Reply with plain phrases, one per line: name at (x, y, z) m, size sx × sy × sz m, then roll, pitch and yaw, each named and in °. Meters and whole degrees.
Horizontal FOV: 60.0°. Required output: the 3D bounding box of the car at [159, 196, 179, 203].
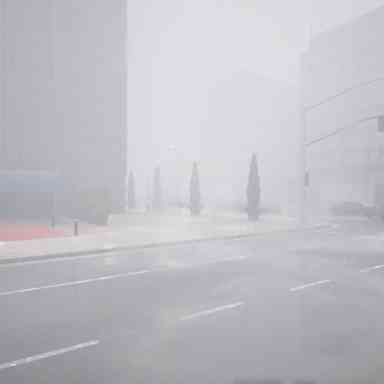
car at (-4.859, 1.601, 69.491) m, size 1.895 × 1.301 × 4.718 m, roll 0°, pitch 0°, yaw -35°

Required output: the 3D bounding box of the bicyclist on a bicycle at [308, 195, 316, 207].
bicyclist on a bicycle at (16.857, 1.301, 46.689) m, size 1.656 × 1.620 × 0.582 m, roll 0°, pitch 0°, yaw -35°

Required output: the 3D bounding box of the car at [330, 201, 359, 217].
car at (14.663, 1.525, 29.397) m, size 1.812 × 1.442 × 4.674 m, roll 0°, pitch 0°, yaw -40°

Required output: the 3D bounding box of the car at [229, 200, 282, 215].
car at (6.657, 1.547, 34.240) m, size 2.033 × 1.411 × 5.357 m, roll 0°, pitch 0°, yaw -35°

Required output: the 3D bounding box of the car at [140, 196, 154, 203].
car at (-9.874, 1.520, 70.413) m, size 2.128 × 1.511 × 4.902 m, roll 0°, pitch 0°, yaw -35°

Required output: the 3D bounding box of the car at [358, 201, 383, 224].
car at (14.575, 1.492, 22.861) m, size 2.128 × 1.511 × 4.902 m, roll 0°, pitch 0°, yaw -35°

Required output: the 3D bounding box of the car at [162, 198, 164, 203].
car at (-2.410, 1.501, 53.422) m, size 1.837 × 1.490 × 4.892 m, roll 0°, pitch 1°, yaw -35°

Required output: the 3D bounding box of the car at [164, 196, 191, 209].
car at (-1.560, 1.525, 46.059) m, size 1.812 × 1.442 × 4.674 m, roll 0°, pitch 0°, yaw -35°

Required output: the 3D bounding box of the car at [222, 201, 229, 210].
car at (5.897, 1.601, 41.460) m, size 1.895 × 1.301 × 4.718 m, roll 0°, pitch 0°, yaw -35°

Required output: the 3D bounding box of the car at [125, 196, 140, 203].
car at (-11.742, 1.526, 60.837) m, size 1.812 × 1.442 × 4.674 m, roll 0°, pitch 0°, yaw -35°

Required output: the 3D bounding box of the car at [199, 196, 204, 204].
car at (0.269, 1.352, 62.154) m, size 2.097 × 1.767 × 4.553 m, roll 0°, pitch 0°, yaw -35°
